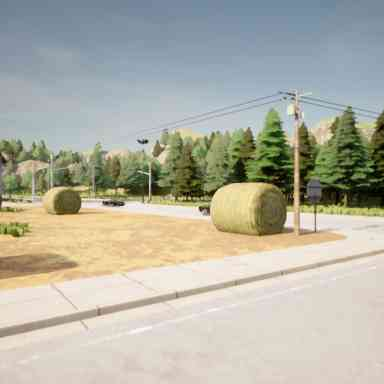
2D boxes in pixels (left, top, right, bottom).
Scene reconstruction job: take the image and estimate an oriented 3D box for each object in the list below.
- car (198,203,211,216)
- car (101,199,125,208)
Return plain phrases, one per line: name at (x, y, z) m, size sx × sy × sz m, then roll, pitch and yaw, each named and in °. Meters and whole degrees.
car at (2.735, 1.634, 31.036) m, size 1.895 × 1.301 × 4.718 m, roll 0°, pitch 0°, yaw -38°
car at (-11.723, 1.634, 49.541) m, size 1.895 × 1.301 × 4.718 m, roll 0°, pitch 0°, yaw -38°
